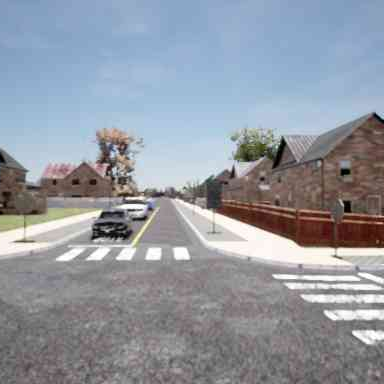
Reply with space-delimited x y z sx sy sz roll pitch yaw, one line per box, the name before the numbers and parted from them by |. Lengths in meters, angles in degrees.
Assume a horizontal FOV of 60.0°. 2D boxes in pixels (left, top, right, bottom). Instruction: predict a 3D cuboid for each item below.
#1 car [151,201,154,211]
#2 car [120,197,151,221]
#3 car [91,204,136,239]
car | -6.671 1.978 48.951 1.882 1.535 5.008 0 -1 -4
car | -5.357 1.530 31.158 2.150 2.045 5.566 0 0 -3
car | -4.402 1.688 18.767 1.837 1.490 4.892 0 0 -6
